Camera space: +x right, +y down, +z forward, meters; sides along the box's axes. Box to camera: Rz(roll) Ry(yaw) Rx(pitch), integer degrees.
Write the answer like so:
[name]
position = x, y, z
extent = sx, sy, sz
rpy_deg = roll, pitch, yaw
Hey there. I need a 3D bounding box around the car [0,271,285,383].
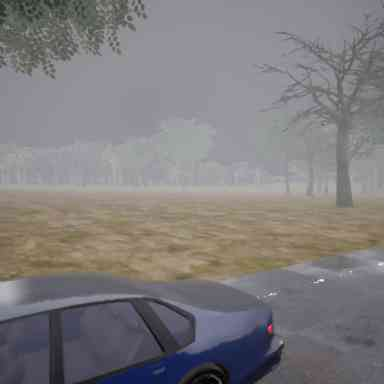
[car]
position = -1.507, 1.548, 2.918
extent = 5.357, 1.411, 2.033
rpy_deg = 0, 0, -36
